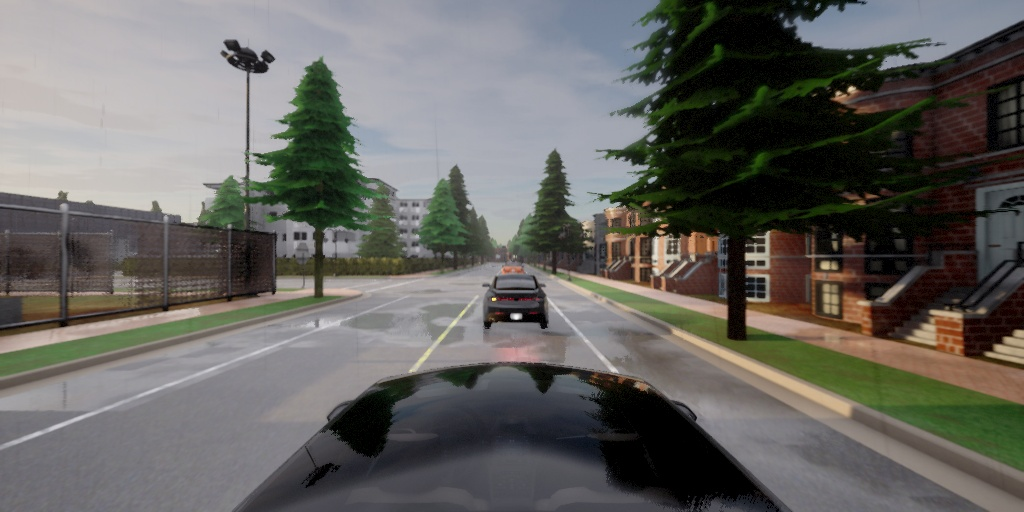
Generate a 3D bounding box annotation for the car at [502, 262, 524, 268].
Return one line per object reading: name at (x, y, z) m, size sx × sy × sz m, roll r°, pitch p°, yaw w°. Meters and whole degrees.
car at (0.098, 1.317, 34.736) m, size 2.097 × 1.767 × 4.553 m, roll 0°, pitch 0°, yaw 0°

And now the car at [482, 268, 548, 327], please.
car at (0.081, 1.321, 11.728) m, size 1.837 × 1.490 × 4.892 m, roll 0°, pitch 0°, yaw -1°
